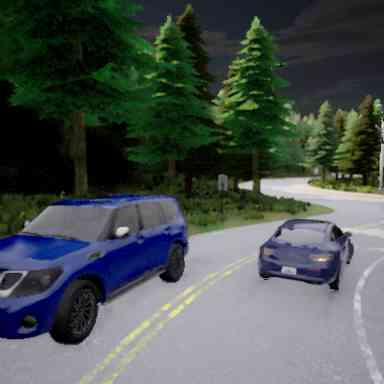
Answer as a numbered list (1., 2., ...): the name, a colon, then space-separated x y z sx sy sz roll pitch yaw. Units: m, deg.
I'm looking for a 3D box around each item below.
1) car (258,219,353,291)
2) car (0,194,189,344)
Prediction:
1. car: 3.211 1.458 9.066 1.812 1.442 4.674 3 3 30
2. car: -1.902 1.109 6.830 2.150 2.045 5.566 1 1 22
